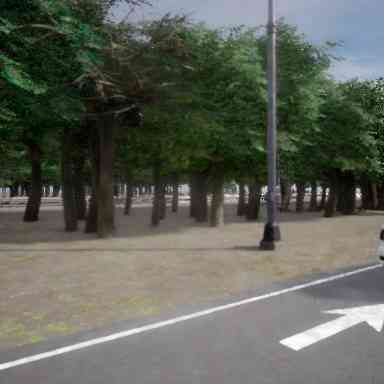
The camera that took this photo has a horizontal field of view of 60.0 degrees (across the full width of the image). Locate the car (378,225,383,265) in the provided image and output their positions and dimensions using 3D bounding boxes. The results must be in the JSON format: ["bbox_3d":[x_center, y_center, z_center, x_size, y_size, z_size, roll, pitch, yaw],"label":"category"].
[{"bbox_3d":[7.216,1.194,8.938,5.566,2.045,2.150,-1,0,-35],"label":"car"}]
